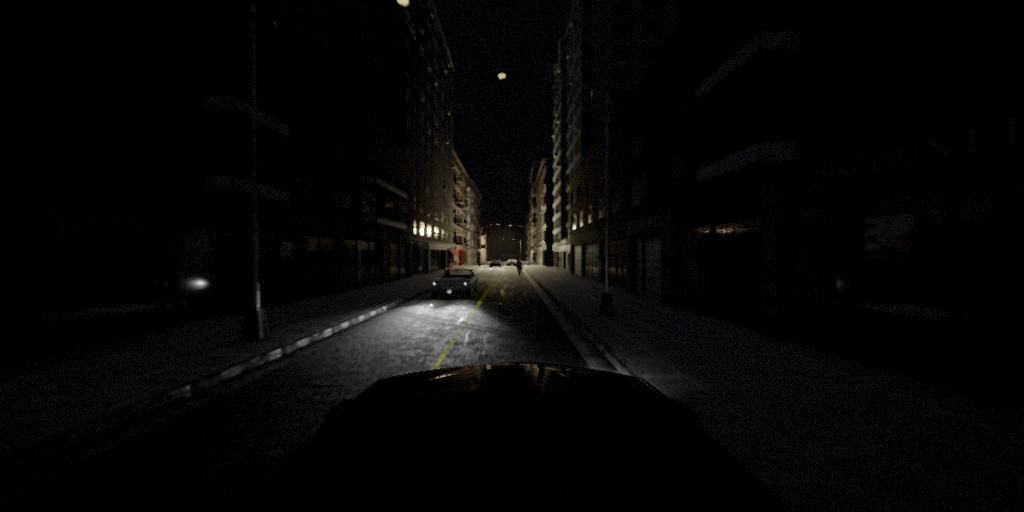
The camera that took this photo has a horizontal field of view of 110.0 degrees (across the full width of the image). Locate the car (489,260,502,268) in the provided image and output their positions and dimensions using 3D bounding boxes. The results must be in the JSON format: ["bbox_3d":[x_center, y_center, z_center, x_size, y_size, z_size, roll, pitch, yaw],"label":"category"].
[{"bbox_3d":[-2.785,1.323,60.917,1.895,1.301,4.718,0,0,1],"label":"car"}]

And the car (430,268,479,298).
[{"bbox_3d":[-2.851,1.336,18.590,1.895,1.301,4.718,0,0,0],"label":"car"}]

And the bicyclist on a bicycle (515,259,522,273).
[{"bbox_3d":[0.758,1.159,42.725,0.866,1.612,1.509,0,0,0],"label":"bicyclist on a bicycle"}]

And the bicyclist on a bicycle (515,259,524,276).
[{"bbox_3d":[0.749,1.163,33.529,0.866,1.612,1.509,0,-1,0],"label":"bicyclist on a bicycle"}]
